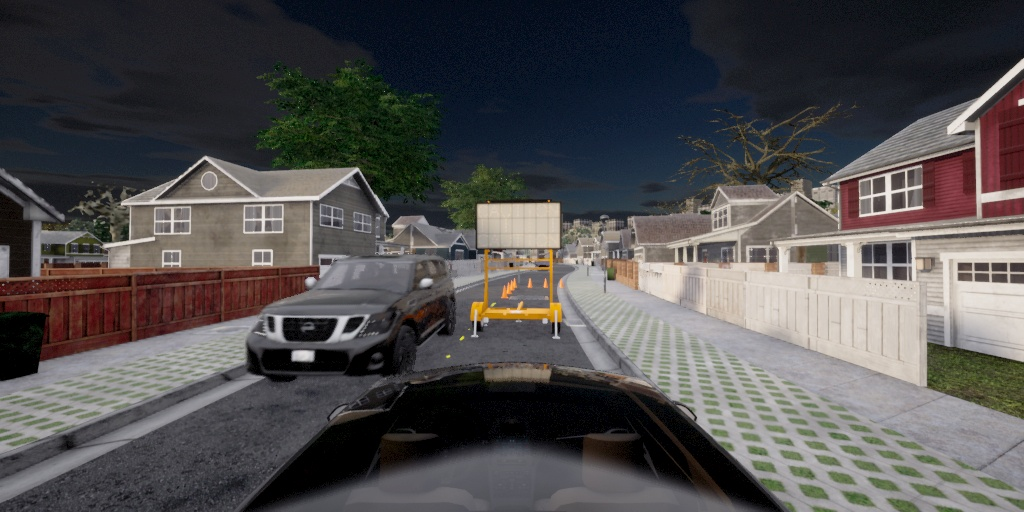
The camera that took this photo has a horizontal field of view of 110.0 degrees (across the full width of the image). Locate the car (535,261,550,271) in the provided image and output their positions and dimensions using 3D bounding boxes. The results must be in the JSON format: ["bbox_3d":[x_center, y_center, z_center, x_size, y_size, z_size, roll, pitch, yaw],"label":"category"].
[{"bbox_3d":[4.546,1.201,51.591,2.097,1.767,4.553,0,0,12],"label":"car"}]

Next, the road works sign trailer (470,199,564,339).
[{"bbox_3d":[0.196,0.220,10.165,2.380,3.560,2.880,0,0,5],"label":"road works sign trailer"}]

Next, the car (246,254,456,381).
[{"bbox_3d":[-2.648,0.976,7.520,2.150,2.045,5.566,0,0,3],"label":"car"}]
